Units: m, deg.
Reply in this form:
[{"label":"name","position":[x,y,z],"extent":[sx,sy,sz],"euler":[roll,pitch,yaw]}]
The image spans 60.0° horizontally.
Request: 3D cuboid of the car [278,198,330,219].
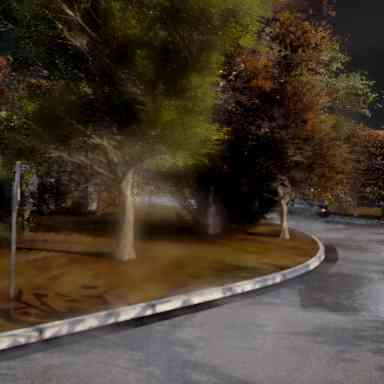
[{"label":"car","position":[7.953,1.134,24.515],"extent":[1.994,1.385,4.181],"euler":[2,2,-32]}]
